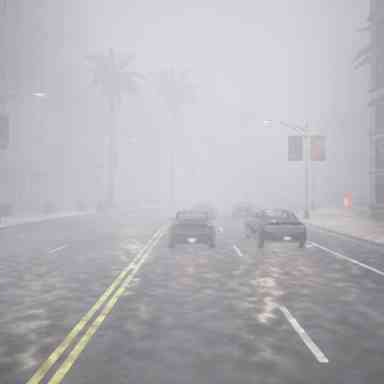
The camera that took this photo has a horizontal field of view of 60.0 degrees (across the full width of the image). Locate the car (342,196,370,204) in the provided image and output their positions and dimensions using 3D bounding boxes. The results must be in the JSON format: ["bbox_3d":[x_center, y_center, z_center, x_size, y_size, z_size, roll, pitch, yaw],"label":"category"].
[{"bbox_3d":[31.668,1.500,62.801,4.902,1.511,2.128,0,0,-8],"label":"car"}]

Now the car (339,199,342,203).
[{"bbox_3d":[31.650,1.511,66.319,4.674,1.442,1.812,0,0,-8],"label":"car"}]

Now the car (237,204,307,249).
[{"bbox_3d":[3.500,1.495,14.650,2.128,1.511,4.902,0,0,0],"label":"car"}]

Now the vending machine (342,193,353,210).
[{"bbox_3d":[19.506,1.194,41.755,1.100,2.100,0.880,0,0,44],"label":"vending machine"}]

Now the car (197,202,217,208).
[{"bbox_3d":[1.091,1.572,29.179,1.994,1.385,4.181,0,0,13],"label":"car"}]

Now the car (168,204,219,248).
[{"bbox_3d":[0.000,1.516,14.650,1.837,1.490,4.892,0,0,0],"label":"car"}]

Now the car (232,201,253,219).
[{"bbox_3d":[4.505,1.533,28.407,1.812,1.442,4.674,0,0,13],"label":"car"}]
